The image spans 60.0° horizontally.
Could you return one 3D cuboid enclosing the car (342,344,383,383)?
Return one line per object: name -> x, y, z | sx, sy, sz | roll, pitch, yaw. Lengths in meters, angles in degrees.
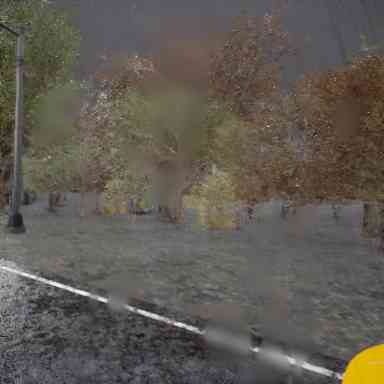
car -> 3.305, 1.581, 1.361 | 5.008, 1.535, 1.882 | 2, -1, 36
